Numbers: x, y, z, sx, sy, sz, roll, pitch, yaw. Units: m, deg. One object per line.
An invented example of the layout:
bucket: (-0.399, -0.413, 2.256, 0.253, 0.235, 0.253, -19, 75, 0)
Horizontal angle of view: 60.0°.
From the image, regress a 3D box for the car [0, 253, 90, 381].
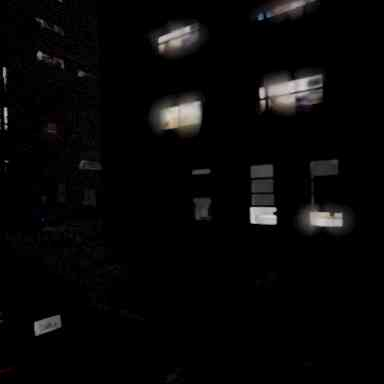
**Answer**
car: (-3.394, 1.637, 5.153, 4.313, 1.339, 1.947, -1, -1, 35)

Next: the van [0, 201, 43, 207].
van: (-13.231, 1.609, 25.075, 1.690, 1.788, 3.998, -1, 0, 35)

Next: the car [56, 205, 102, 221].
car: (-9.977, 1.815, 29.684, 1.802, 1.307, 4.206, -1, 0, 35)

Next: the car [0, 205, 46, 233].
car: (-10.774, 1.727, 19.335, 1.994, 1.385, 4.181, -2, 0, 35)
